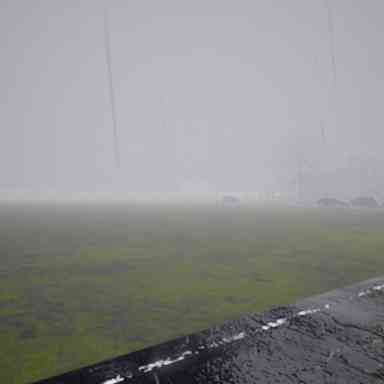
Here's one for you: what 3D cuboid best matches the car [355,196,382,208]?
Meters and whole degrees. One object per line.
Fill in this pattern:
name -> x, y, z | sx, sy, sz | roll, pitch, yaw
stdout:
car -> 25.150, 1.394, 48.893 | 2.097, 1.767, 4.553 | 0, 0, -35

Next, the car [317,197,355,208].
car -> 21.068, 1.539, 49.547 | 1.837, 1.490, 4.892 | 0, 0, -36

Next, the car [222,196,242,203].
car -> 8.114, 1.476, 67.763 | 2.128, 1.511, 4.902 | 0, 0, -35
